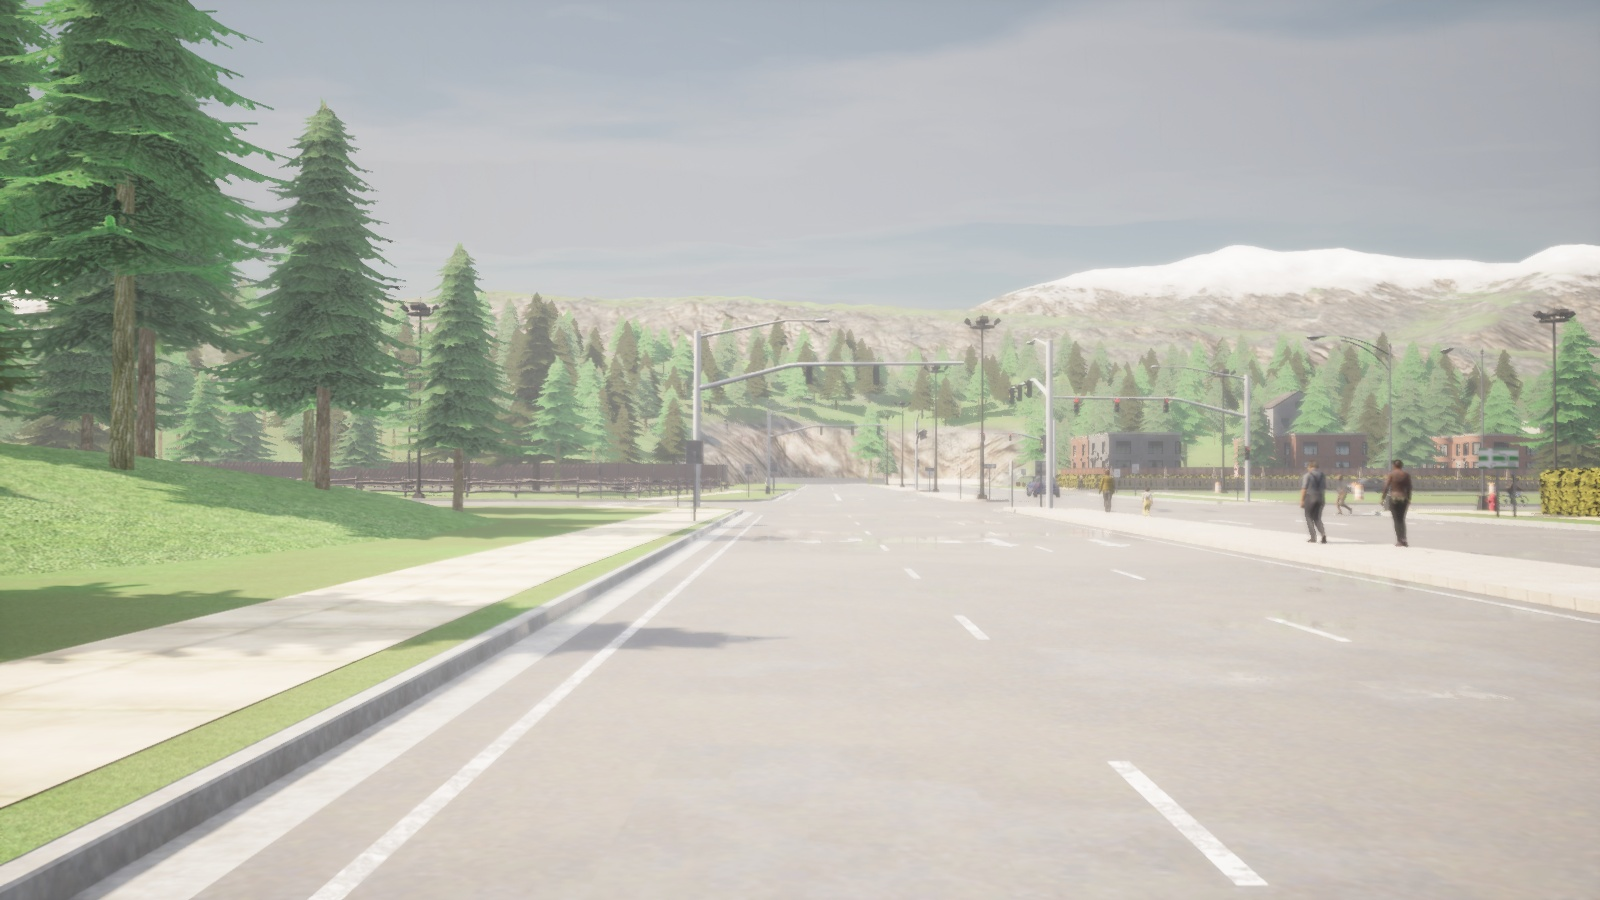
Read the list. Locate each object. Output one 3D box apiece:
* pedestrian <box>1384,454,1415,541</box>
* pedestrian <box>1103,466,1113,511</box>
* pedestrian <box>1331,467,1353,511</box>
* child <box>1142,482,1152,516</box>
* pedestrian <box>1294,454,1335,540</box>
[{"bbox_3d":[12.555,0.990,26.315,0.328,1.805,0.869,0,-1,9],"label":"pedestrian"},{"bbox_3d":[12.644,1.592,51.595,0.370,1.835,0.726,0,-1,11],"label":"pedestrian"},{"bbox_3d":[22.907,1.647,53.081,0.694,1.848,0.540,0,-1,0],"label":"pedestrian"},{"bbox_3d":[12.812,1.800,46.337,0.270,1.263,0.437,0,-1,6],"label":"child"},{"bbox_3d":[11.245,1.019,27.456,0.540,1.848,0.694,0,-1,-9],"label":"pedestrian"}]
